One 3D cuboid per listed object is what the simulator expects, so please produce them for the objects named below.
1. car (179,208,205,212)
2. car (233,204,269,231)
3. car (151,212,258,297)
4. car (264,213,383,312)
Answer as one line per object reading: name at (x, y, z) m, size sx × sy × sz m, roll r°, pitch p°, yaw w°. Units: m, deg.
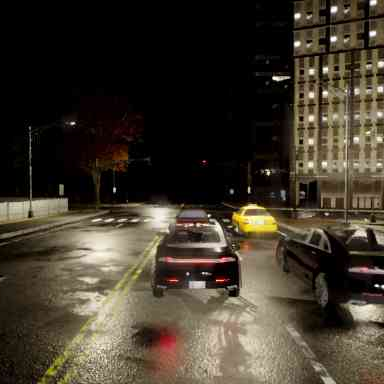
car at (0.002, 1.544, 17.549) m, size 2.033 × 1.411 × 5.357 m, roll 0°, pitch 0°, yaw 0°
car at (3.323, 1.453, 18.569) m, size 1.801 × 1.575 × 5.366 m, roll 0°, pitch 0°, yaw 0°
car at (0.078, 1.489, 8.526) m, size 2.128 × 1.511 × 4.902 m, roll 0°, pitch 0°, yaw 0°
car at (3.351, 1.489, 7.692) m, size 2.128 × 1.511 × 4.902 m, roll 0°, pitch 0°, yaw 0°
